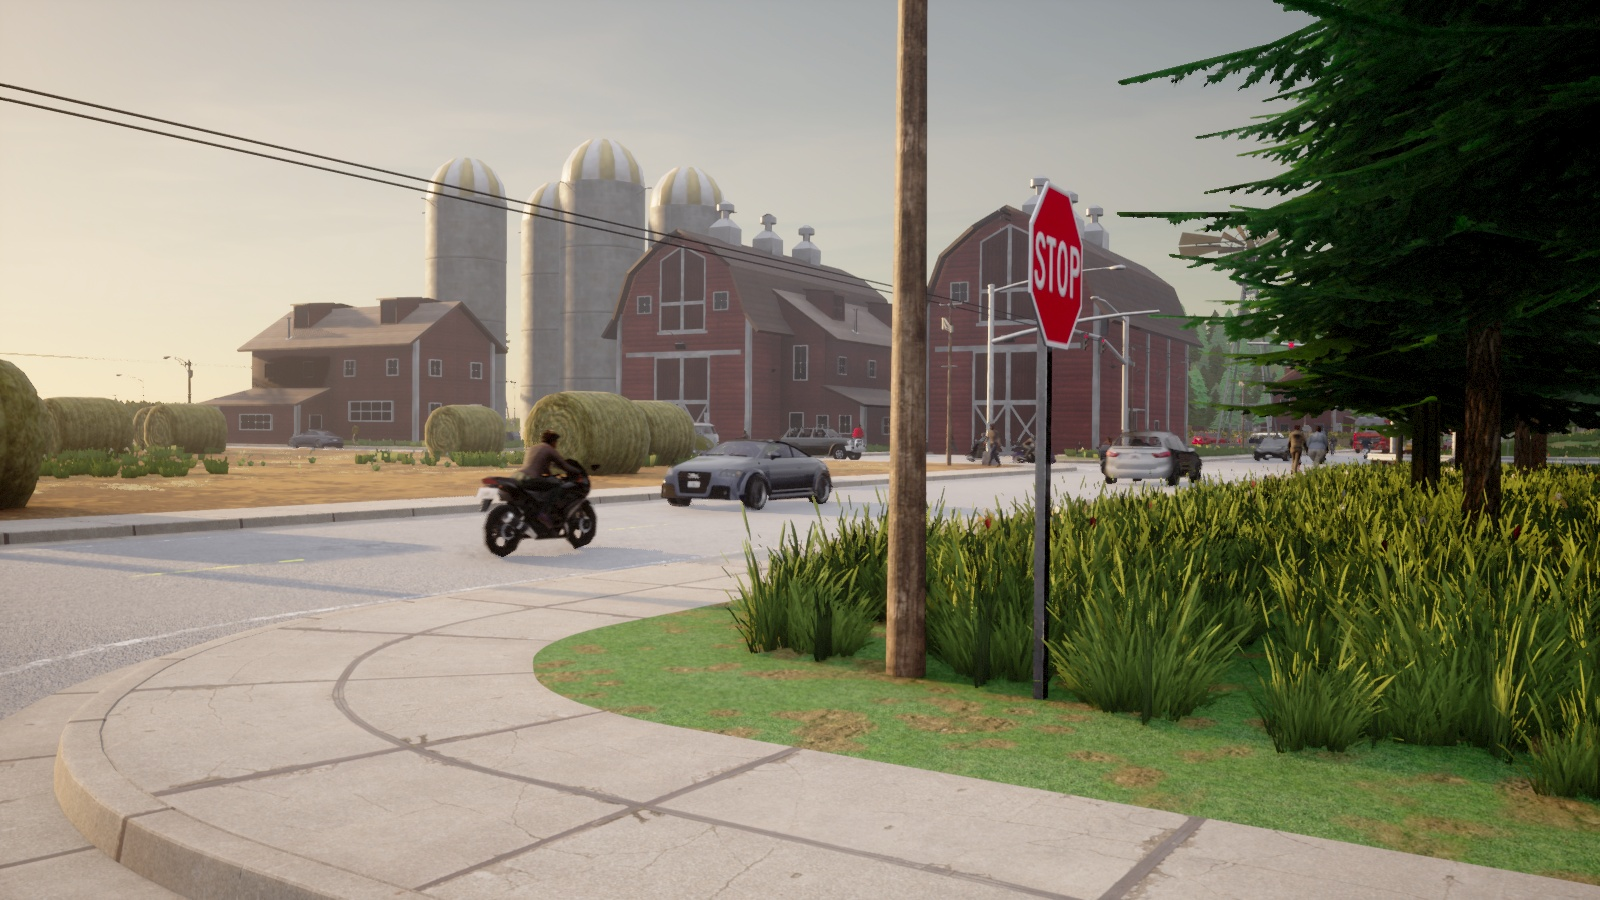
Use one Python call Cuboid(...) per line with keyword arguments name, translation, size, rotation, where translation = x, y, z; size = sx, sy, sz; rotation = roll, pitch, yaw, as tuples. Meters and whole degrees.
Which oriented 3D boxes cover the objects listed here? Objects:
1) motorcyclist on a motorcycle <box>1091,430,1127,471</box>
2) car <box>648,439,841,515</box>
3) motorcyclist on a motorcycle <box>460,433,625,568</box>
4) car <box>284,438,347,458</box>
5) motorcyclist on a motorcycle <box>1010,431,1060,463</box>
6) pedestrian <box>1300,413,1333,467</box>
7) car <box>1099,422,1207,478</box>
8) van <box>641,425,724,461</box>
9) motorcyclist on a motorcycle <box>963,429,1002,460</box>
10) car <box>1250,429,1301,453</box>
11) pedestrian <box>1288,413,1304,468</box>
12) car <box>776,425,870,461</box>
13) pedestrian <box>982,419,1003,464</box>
Cuboid(name="motorcyclist on a motorcycle", translation=(11.749, -0.010, 47.718), size=(0.797, 1.523, 2.044), rotation=(0, 1, 30))
Cuboid(name="car", translation=(-1.042, 0.486, 25.852), size=(1.994, 1.385, 4.181), rotation=(0, 1, 31))
Cuboid(name="motorcyclist on a motorcycle", translation=(-3.109, 0.566, 15.388), size=(0.797, 1.523, 2.044), rotation=(0, 1, 30))
Cuboid(name="car", translation=(-35.090, -0.122, 90.922), size=(4.181, 1.385, 1.994), rotation=(0, 1, 29))
Cuboid(name="motorcyclist on a motorcycle", translation=(11.387, -0.160, 60.838), size=(2.191, 1.530, 0.866), rotation=(0, 1, 29))
Cuboid(name="pedestrian", translation=(18.079, -0.343, 43.970), size=(0.874, 1.855, 0.900), rotation=(0, 1, 37))
Cuboid(name="car", translation=(11.326, -0.039, 40.064), size=(2.242, 1.667, 4.611), rotation=(0, 1, 30))
Cuboid(name="van", translation=(-6.626, -0.421, 70.936), size=(4.442, 1.987, 1.775), rotation=(0, 1, 29))
Cuboid(name="motorcyclist on a motorcycle", translation=(9.572, -0.294, 65.867), size=(1.817, 1.590, 0.866), rotation=(0, 1, 29))
Cuboid(name="car", translation=(29.735, -0.575, 78.466), size=(2.163, 1.488, 4.792), rotation=(0, 1, 30))
Cuboid(name="pedestrian", translation=(17.357, -0.336, 43.942), size=(0.396, 1.930, 0.692), rotation=(0, 1, 33))
Cuboid(name="car", translation=(1.217, -0.368, 66.538), size=(4.605, 1.855, 1.932), rotation=(0, 1, 29))
Cuboid(name="pedestrian", translation=(7.875, -0.362, 51.258), size=(0.869, 1.805, 0.328), rotation=(-1, 1, -37))
